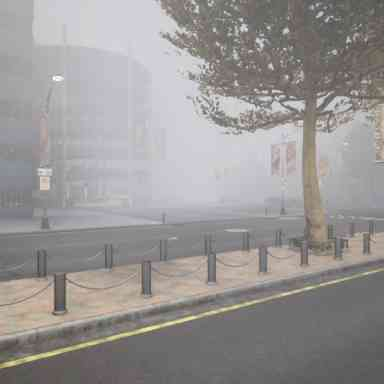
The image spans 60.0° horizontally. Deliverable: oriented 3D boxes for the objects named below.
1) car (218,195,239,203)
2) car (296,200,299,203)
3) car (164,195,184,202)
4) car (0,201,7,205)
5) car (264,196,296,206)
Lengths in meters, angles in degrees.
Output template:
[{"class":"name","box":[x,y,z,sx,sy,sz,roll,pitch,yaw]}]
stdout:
[{"class":"car","box":[7.301,1.478,66.995,1.882,1.535,5.008,0,1,-34]},{"class":"car","box":[16.722,1.601,59.497,1.895,1.301,4.718,0,0,-34]},{"class":"car","box":[-4.220,1.525,78.018,4.902,1.511,2.128,0,0,31]},{"class":"car","box":[-20.489,1.320,32.171,4.674,1.452,2.002,0,0,-34]},{"class":"car","box":[14.448,1.478,56.262,1.882,1.535,5.008,0,0,-34]}]
